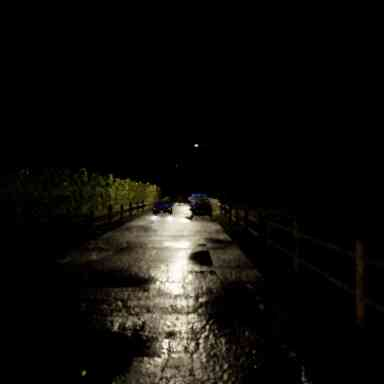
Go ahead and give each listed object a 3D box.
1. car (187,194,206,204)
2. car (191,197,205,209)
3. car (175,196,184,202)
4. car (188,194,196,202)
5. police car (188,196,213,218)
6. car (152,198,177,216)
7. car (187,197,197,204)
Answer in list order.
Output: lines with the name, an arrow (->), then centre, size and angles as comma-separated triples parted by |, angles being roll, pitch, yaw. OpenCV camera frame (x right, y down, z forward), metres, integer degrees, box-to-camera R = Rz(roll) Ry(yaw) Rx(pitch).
car -> 0.837, 1.264, 40.387 | 2.150, 2.045, 5.566 | 0, 0, 0
car -> 0.839, 1.526, 46.356 | 1.882, 1.535, 5.008 | 0, 0, 0
car -> -2.728, 1.537, 73.935 | 1.994, 1.385, 4.181 | 0, 0, 0
car -> 0.025, 1.469, 82.315 | 2.097, 1.767, 4.553 | 0, 0, 0
police car -> 0.834, 1.450, 30.466 | 1.930, 1.638, 5.238 | 0, 0, 0
car -> -2.836, 1.554, 33.311 | 1.812, 1.442, 4.674 | 0, 0, 0
car -> 0.020, 1.702, 65.832 | 1.895, 1.301, 4.718 | 0, 0, 0
